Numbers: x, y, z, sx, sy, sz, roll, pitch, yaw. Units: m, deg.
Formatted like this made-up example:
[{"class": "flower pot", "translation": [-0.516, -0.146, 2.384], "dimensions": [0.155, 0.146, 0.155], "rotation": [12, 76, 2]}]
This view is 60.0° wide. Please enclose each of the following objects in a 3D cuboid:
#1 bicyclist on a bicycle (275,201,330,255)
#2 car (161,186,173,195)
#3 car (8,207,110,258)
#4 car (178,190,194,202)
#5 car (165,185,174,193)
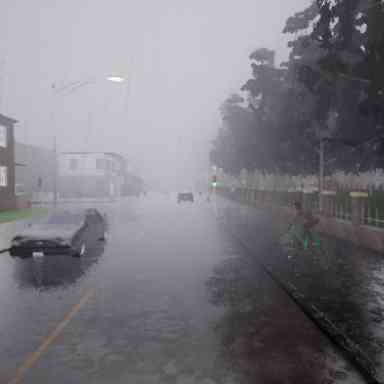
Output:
[{"class": "bicyclist on a bicycle", "translation": [3.303, 1.090, 9.912], "dimensions": [1.656, 1.620, 0.582], "rotation": [0, 2, -1]}, {"class": "car", "translation": [-5.578, -0.121, 71.545], "dimensions": [2.097, 1.767, 4.553], "rotation": [0, 1, -1]}, {"class": "car", "translation": [-4.313, 1.280, 11.876], "dimensions": [2.033, 1.411, 5.357], "rotation": [0, 1, -1]}, {"class": "car", "translation": [-0.813, 0.461, 42.273], "dimensions": [1.882, 1.535, 5.008], "rotation": [0, 1, -1]}, {"class": "car", "translation": [-5.935, -0.808, 87.211], "dimensions": [2.097, 1.767, 4.553], "rotation": [0, 1, -1]}]
